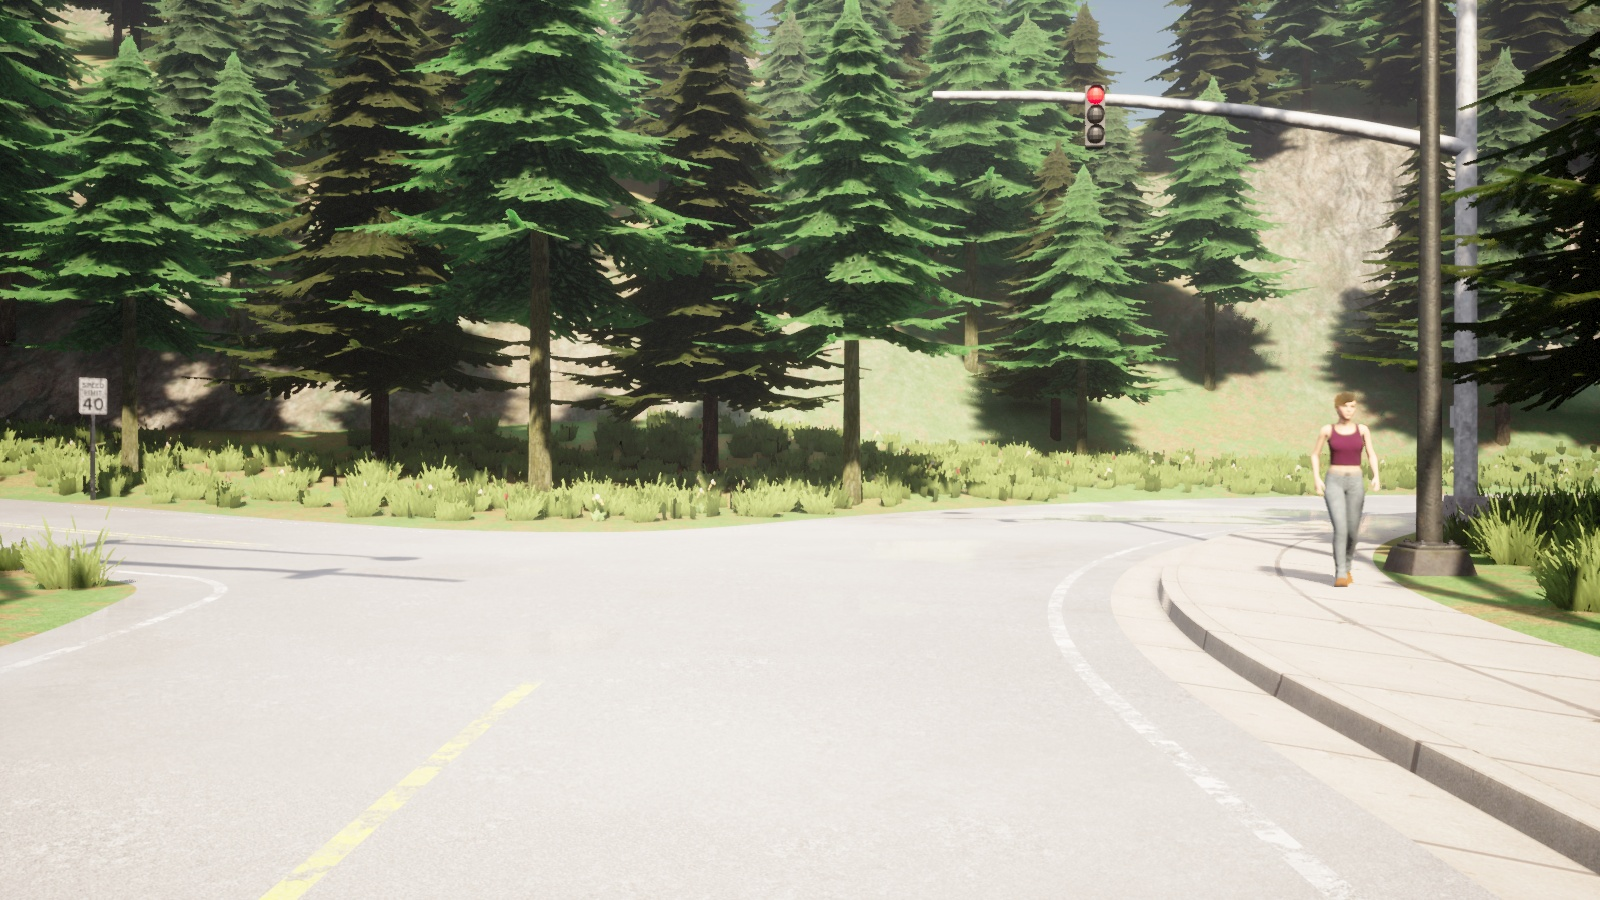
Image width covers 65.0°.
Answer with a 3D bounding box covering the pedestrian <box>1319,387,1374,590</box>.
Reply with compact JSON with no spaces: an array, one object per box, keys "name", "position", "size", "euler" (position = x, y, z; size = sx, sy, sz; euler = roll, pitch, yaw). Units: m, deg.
[{"name":"pedestrian","position":[5.070,0.347,11.673],"size":[0.345,1.836,0.594],"euler":[0,0,11]}]
